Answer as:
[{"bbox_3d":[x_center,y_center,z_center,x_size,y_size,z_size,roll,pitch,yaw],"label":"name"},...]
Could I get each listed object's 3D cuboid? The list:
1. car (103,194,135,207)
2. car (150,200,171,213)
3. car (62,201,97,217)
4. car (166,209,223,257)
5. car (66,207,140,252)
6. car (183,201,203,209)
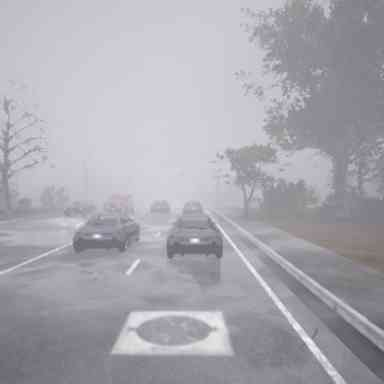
[{"bbox_3d":[-7.036,1.201,32.457,2.150,2.045,5.566,0,0,0],"label":"car"},{"bbox_3d":[-3.417,1.543,36.549,1.994,1.385,4.181,0,0,0],"label":"car"},{"bbox_3d":[-10.543,1.576,31.539,1.895,1.301,4.718,0,0,0],"label":"car"},{"bbox_3d":[0.094,1.554,12.883,1.994,1.385,4.181,0,0,0],"label":"car"},{"bbox_3d":[-3.407,1.553,13.931,1.994,1.385,4.181,0,0,0],"label":"car"},{"bbox_3d":[0.084,1.538,33.500,1.994,1.385,4.181,0,0,0],"label":"car"}]
